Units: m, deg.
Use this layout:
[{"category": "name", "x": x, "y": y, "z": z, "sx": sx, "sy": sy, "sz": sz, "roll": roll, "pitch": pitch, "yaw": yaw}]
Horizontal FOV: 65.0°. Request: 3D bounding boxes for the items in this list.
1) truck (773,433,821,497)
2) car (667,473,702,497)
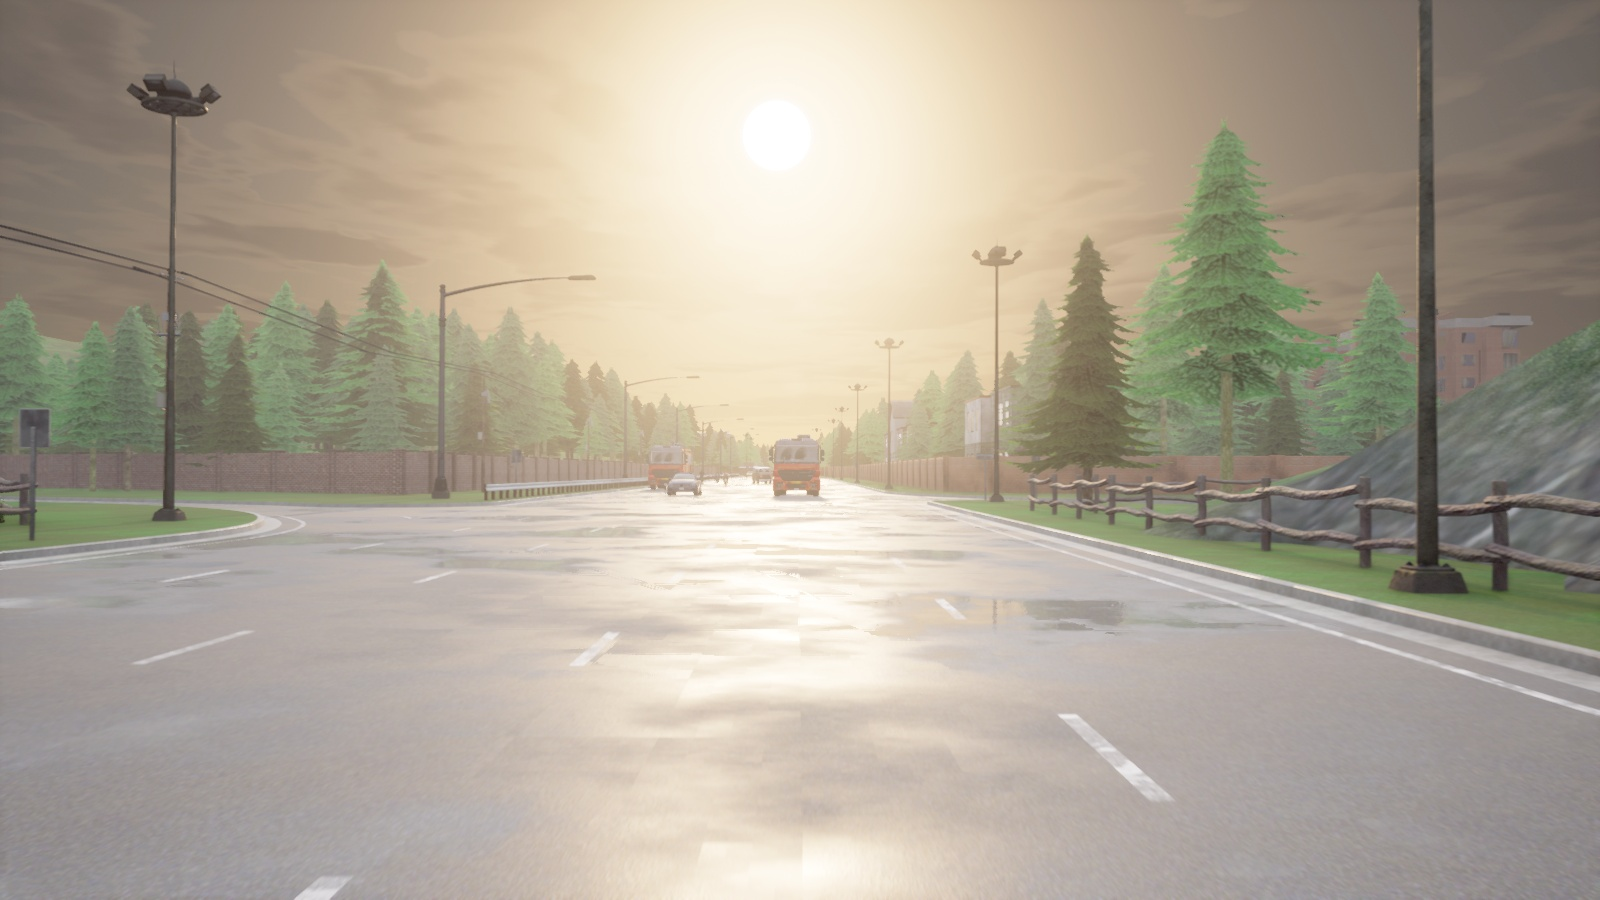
[{"category": "truck", "x": -0.201, "y": 0.979, "z": 79.349, "sx": 2.891, "sy": 3.827, "sz": 8.468, "roll": 0, "pitch": -1, "yaw": 0}, {"category": "car", "x": -7.195, "y": 2.187, "z": 78.693, "sx": 1.812, "sy": 1.442, "sz": 4.674, "roll": 0, "pitch": -1, "yaw": 0}]
